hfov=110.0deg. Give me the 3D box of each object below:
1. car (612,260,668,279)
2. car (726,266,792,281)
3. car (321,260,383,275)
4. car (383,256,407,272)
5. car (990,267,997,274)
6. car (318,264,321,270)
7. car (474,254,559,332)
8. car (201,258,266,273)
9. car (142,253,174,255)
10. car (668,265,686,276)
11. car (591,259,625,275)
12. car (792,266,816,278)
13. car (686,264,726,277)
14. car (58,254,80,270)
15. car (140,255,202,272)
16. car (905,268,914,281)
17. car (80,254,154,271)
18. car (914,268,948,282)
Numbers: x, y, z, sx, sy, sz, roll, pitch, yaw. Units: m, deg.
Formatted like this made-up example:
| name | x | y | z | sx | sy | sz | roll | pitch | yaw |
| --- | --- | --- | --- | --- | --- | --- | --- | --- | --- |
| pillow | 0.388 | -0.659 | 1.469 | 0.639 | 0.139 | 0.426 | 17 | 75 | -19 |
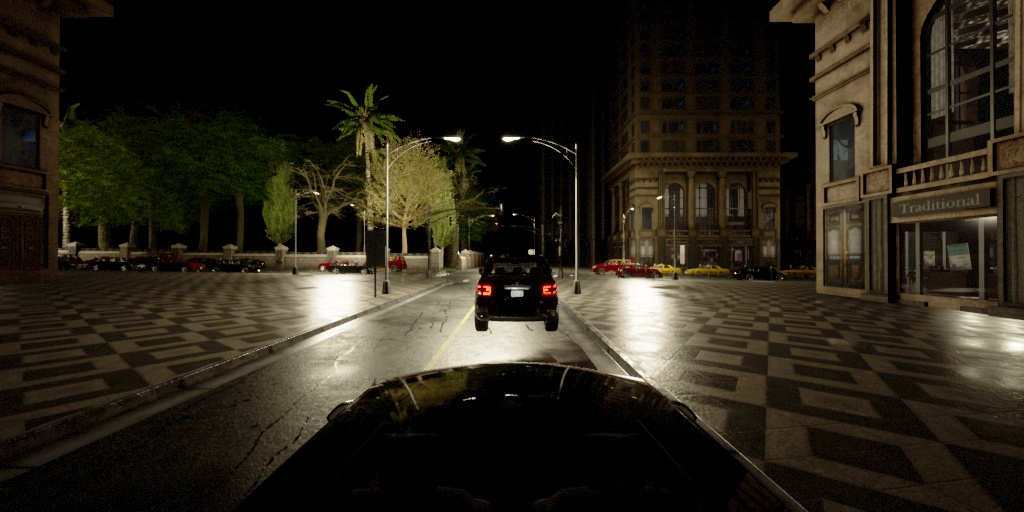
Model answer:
| name | x | y | z | sx | sy | sz | roll | pitch | yaw |
| --- | --- | --- | --- | --- | --- | --- | --- | --- | --- |
| car | 11.896 | 1.385 | 33.553 | 4.097 | 1.591 | 1.967 | 0 | 0 | 0 |
| car | 22.976 | 1.659 | 33.505 | 4.313 | 1.339 | 1.948 | 0 | 0 | 0 |
| car | -14.941 | 1.113 | 33.669 | 4.403 | 1.370 | 2.007 | 0 | 0 | 0 |
| car | -14.916 | 0.927 | 42.194 | 5.009 | 1.841 | 2.192 | 0 | 0 | 0 |
| car | 45.137 | 1.813 | 33.409 | 4.097 | 1.591 | 1.967 | 0 | 0 | 0 |
| car | -20.440 | 1.076 | 42.218 | 4.507 | 1.381 | 1.888 | 0 | 0 | 0 |
| car | 0.115 | 0.973 | 11.061 | 2.150 | 2.045 | 5.566 | 0 | 0 | 0 |
| car | -25.989 | 0.964 | 33.716 | 4.313 | 1.339 | 1.948 | 0 | 0 | 0 |
| car | -42.535 | 0.507 | 42.313 | 5.009 | 1.841 | 2.192 | 0 | 0 | 0 |
| car | 17.293 | 1.595 | 42.055 | 4.829 | 1.417 | 1.751 | 0 | 0 | 0 |
| car | 11.922 | 1.310 | 42.078 | 5.009 | 1.841 | 2.192 | 0 | 0 | 0 |
| car | 33.914 | 1.811 | 41.983 | 4.829 | 1.417 | 1.751 | 0 | 0 | 0 |
| car | 22.833 | 1.669 | 42.031 | 4.829 | 1.417 | 1.751 | 0 | 0 | 0 |
| car | -42.561 | 0.725 | 33.788 | 4.207 | 1.307 | 1.802 | 0 | 0 | 0 |
| car | -31.514 | 0.859 | 33.740 | 4.507 | 1.381 | 1.888 | 0 | 0 | 0 |
| car | 34.055 | 1.802 | 33.457 | 4.313 | 1.339 | 1.948 | 0 | 0 | 0 |
| car | -37.037 | 0.780 | 33.764 | 4.403 | 1.370 | 2.007 | 0 | 0 | 0 |
| car | 39.596 | 1.888 | 33.433 | 4.207 | 1.307 | 1.802 | 0 | 0 | 0 |
